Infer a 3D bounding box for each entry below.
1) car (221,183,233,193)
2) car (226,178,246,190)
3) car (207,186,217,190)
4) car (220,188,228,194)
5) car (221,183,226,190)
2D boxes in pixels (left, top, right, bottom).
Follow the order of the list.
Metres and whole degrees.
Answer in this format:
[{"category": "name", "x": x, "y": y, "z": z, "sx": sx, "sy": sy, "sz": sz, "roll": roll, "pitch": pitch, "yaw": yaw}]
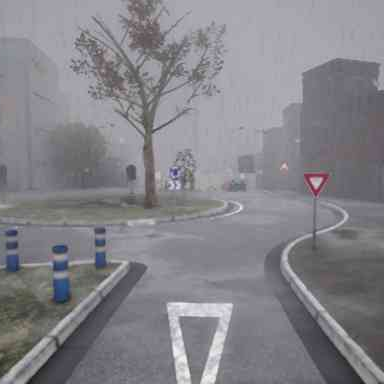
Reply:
[{"category": "car", "x": 7.441, "y": -0.817, "z": 70.680, "sx": 2.150, "sy": 2.045, "sz": 5.566, "roll": 0, "pitch": -1, "yaw": 3}, {"category": "car", "x": 6.308, "y": -1.060, "z": 46.910, "sx": 2.097, "sy": 1.767, "sz": 4.553, "roll": 0, "pitch": -1, "yaw": 3}, {"category": "car", "x": 4.112, "y": -0.464, "z": 69.141, "sx": 2.128, "sy": 1.511, "sz": 4.902, "roll": 0, "pitch": -1, "yaw": 3}, {"category": "car", "x": 8.115, "y": -0.241, "z": 84.862, "sx": 1.812, "sy": 1.442, "sz": 4.674, "roll": 0, "pitch": -1, "yaw": 3}, {"category": "car", "x": 7.028, "y": -0.843, "z": 62.019, "sx": 2.150, "sy": 2.045, "sz": 5.566, "roll": 0, "pitch": -1, "yaw": 3}]
